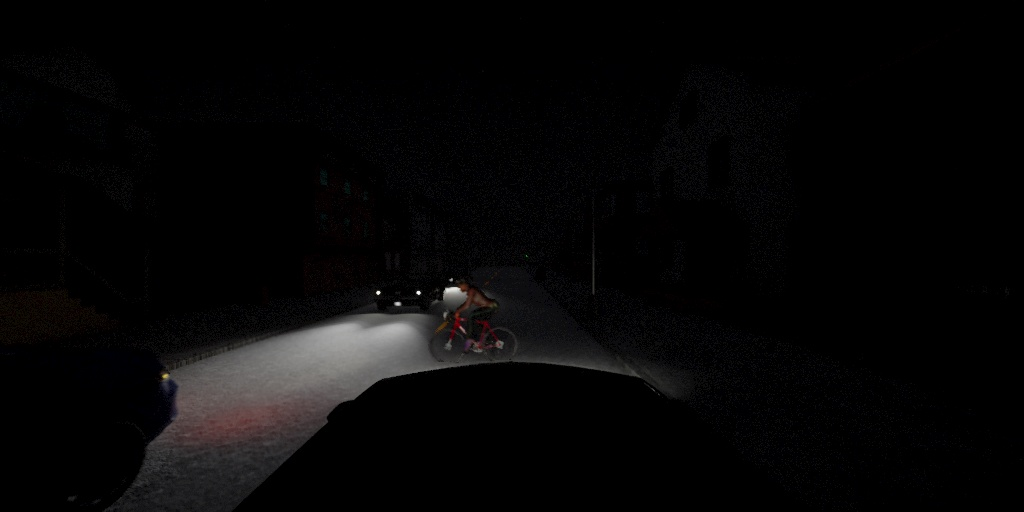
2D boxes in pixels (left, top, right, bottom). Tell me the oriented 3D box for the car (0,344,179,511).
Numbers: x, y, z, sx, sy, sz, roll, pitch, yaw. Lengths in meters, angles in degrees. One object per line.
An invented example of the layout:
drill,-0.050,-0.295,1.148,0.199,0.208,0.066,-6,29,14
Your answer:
car,-4.099,1.275,1.523,1.812,1.442,4.674,0,0,0

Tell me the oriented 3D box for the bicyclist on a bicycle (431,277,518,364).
bicyclist on a bicycle,-0.724,1.217,6.703,1.656,1.620,0.582,-2,0,1

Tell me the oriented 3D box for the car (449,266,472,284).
car,-4.017,1.410,25.718,1.994,1.385,4.181,0,0,0

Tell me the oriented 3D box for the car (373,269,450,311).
car,-4.064,1.404,14.993,1.895,1.301,4.718,0,0,0
